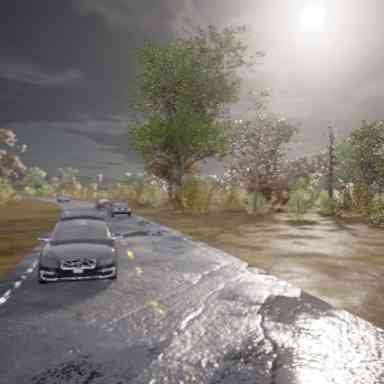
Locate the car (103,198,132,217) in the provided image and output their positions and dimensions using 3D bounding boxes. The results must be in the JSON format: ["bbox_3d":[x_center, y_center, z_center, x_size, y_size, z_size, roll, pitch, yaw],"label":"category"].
[{"bbox_3d":[-6.931,1.556,31.532,2.033,1.411,5.357,1,0,-20],"label":"car"}]

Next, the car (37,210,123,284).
[{"bbox_3d":[-3.205,1.494,9.737,1.837,1.490,4.892,1,0,-16],"label":"car"}]

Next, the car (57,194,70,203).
[{"bbox_3d":[-26.111,1.224,67.584,2.097,1.767,4.553,1,0,-28],"label":"car"}]

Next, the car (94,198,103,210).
[{"bbox_3d":[-11.470,1.512,43.318,1.812,1.442,4.674,1,0,-22],"label":"car"}]
